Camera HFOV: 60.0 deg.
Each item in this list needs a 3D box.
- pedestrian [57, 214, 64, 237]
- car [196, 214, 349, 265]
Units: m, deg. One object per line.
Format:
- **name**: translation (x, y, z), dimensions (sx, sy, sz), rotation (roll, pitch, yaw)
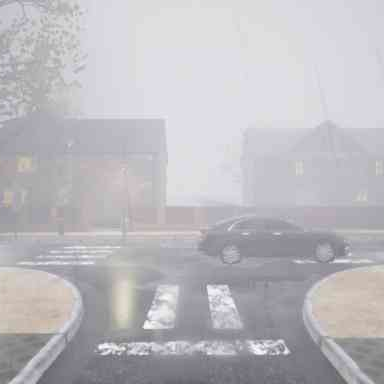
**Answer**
- **pedestrian**: translation (-6.733, 1.363, 17.093), dimensions (0.375, 1.860, 0.375), rotation (0, -1, 1)
- **car**: translation (2.597, 1.508, 11.105), dimensions (4.892, 1.490, 1.837), rotation (-1, -1, 1)
